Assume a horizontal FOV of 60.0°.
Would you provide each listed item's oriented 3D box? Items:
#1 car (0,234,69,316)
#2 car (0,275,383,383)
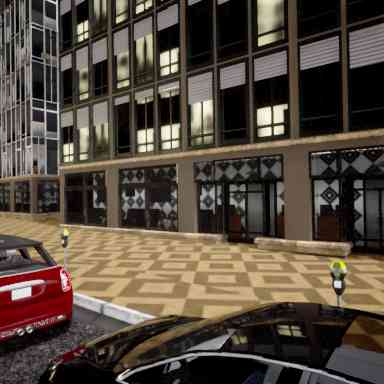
[{"bbox_3d":[-3.924,1.441,5.826,4.097,1.590,1.967,0,-1,37],"label":"car"},{"bbox_3d":[0.652,1.566,2.447,4.313,1.339,1.947,0,-1,36],"label":"car"}]
